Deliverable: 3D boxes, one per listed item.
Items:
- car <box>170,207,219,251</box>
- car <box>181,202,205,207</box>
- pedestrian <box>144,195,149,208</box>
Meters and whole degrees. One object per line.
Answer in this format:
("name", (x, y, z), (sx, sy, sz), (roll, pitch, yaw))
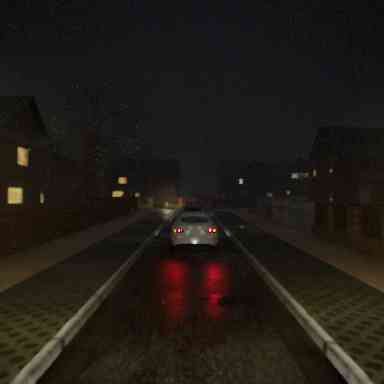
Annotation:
("car", (0.098, 1.540, 13.960), (1.812, 1.442, 4.674), (0, -1, 0))
("car", (0.097, 1.550, 27.776), (1.812, 1.442, 4.674), (0, 0, 0))
("pedestrian", (-6.721, 1.397, 48.950), (0.375, 1.860, 0.375), (0, -1, 1))
